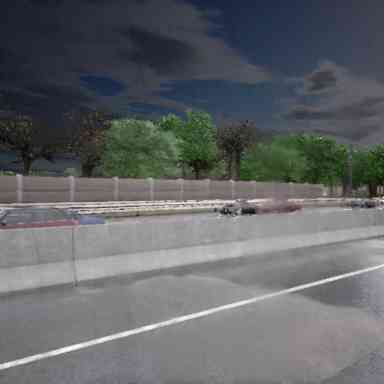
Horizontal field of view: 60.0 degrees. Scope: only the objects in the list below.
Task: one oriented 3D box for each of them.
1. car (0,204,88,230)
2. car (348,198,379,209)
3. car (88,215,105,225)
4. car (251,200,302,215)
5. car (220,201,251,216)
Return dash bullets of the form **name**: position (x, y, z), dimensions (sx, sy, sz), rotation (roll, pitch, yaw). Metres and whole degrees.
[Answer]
- **car**: position (-6.518, 1.351, 12.236), dimensions (4.553, 1.767, 2.097), rotation (0, 0, -35)
- **car**: position (24.200, 1.617, 46.711), dimensions (5.357, 1.411, 2.033), rotation (0, 0, -34)
- **car**: position (-6.930, 1.547, 16.238), dimensions (5.357, 1.411, 2.033), rotation (0, 0, -35)
- **car**: position (8.198, 1.496, 31.225), dimensions (5.008, 1.535, 1.882), rotation (0, 0, -35)
- **car**: position (4.716, 1.578, 32.185), dimensions (4.181, 1.385, 1.994), rotation (0, 0, -38)
